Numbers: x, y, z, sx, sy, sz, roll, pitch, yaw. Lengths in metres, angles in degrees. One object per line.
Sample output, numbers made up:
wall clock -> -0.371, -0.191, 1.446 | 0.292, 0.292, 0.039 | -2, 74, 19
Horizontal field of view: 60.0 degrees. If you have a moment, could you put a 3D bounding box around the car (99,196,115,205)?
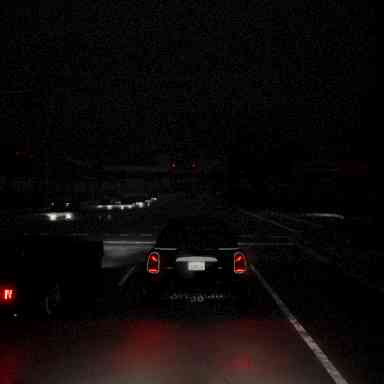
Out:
car -> -13.986, 1.399, 54.983 | 1.812, 1.442, 4.674 | 0, 1, 0

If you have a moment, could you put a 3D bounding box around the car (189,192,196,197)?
car -> 0.178, 0.662, 95.270 | 1.882, 1.535, 5.008 | 0, 1, 0

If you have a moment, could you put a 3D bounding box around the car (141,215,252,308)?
car -> 0.095, 1.352, 8.108 | 2.097, 1.767, 4.553 | 0, 0, 0

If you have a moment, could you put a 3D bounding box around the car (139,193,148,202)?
car -> -10.413, 1.349, 65.282 | 1.895, 1.301, 4.718 | 0, 1, 1

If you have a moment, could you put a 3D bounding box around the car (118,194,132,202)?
car -> -13.871, 1.219, 69.035 | 1.812, 1.442, 4.674 | 0, 1, 0

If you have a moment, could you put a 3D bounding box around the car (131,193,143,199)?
car -> -13.843, 0.942, 83.954 | 2.128, 1.511, 4.902 | 0, 1, 0

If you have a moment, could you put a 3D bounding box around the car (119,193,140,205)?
car -> -10.488, 1.411, 55.520 | 2.033, 1.411, 5.357 | 0, 1, 0

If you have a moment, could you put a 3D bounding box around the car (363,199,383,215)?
car -> 18.146, 1.477, 29.099 | 5.008, 1.535, 1.882 | 0, 0, -1

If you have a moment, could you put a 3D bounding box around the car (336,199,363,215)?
car -> 16.744, 1.505, 32.771 | 4.892, 1.490, 1.837 | 0, 0, -1

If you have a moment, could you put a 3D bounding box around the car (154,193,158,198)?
car -> -10.334, 0.854, 88.947 | 1.994, 1.385, 4.181 | 0, 1, 0

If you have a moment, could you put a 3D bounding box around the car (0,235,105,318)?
car -> -3.405, 1.601, 7.381 | 1.895, 1.301, 4.718 | 0, 0, 0

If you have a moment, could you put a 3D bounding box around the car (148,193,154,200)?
car -> -10.358, 1.106, 75.665 | 1.812, 1.442, 4.674 | 0, 1, 0

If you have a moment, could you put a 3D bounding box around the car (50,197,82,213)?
car -> -14.031, 1.337, 37.207 | 2.097, 1.767, 4.553 | 0, 0, 0
